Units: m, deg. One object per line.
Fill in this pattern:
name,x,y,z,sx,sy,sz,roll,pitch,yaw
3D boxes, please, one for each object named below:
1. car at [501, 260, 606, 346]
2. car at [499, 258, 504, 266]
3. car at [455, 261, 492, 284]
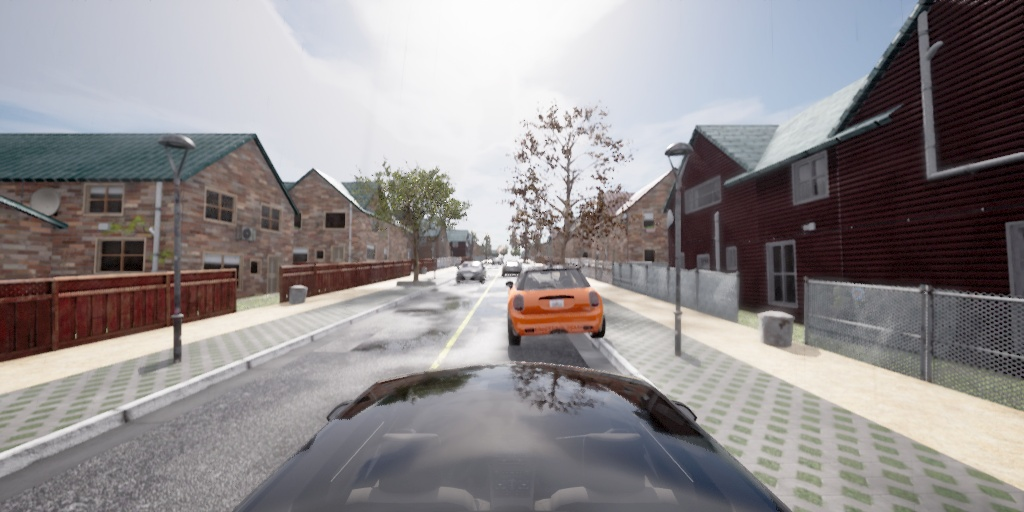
car,0.917,1.023,9.497,2.097,1.767,4.553,-3,-1,0
car,0.025,1.195,35.455,1.994,1.385,4.181,0,0,1
car,-2.874,1.154,25.911,2.128,1.511,4.902,0,0,0
